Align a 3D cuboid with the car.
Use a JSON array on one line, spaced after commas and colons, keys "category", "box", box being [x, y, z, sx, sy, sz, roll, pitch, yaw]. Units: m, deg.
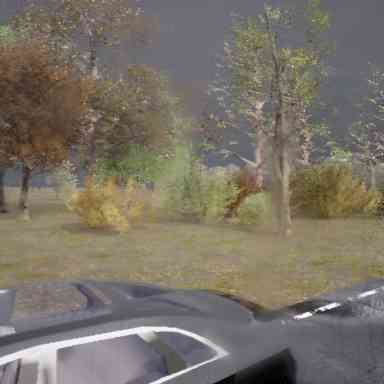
[{"category": "car", "box": [-1.374, 1.487, 2.093, 4.902, 1.511, 2.128, 0, 0, -36]}]
